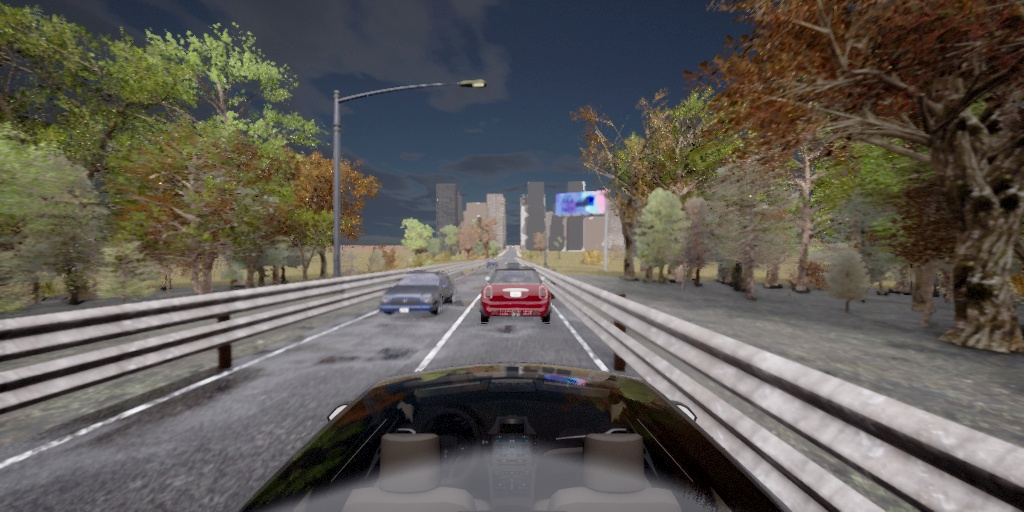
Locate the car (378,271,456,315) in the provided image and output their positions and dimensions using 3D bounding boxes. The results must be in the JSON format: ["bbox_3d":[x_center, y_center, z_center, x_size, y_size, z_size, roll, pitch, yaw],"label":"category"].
[{"bbox_3d":[-3.342,1.297,13.778,2.033,1.411,5.357,0,0,0],"label":"car"}]

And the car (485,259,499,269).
[{"bbox_3d":[-3.275,1.308,59.661,2.033,1.411,5.357,0,0,0],"label":"car"}]

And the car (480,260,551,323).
[{"bbox_3d":[0.104,1.102,12.306,2.097,1.767,4.553,0,0,0],"label":"car"}]
